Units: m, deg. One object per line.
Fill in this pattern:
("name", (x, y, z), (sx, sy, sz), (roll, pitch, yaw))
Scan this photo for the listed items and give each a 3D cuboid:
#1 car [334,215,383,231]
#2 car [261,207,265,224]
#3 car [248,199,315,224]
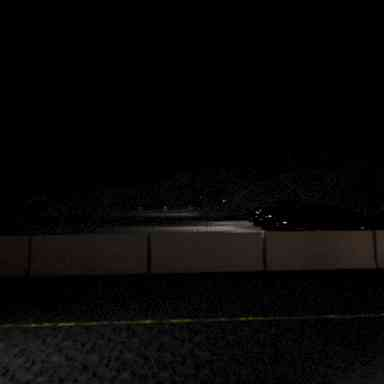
("car", (9.143, 1.592, 15.276), (4.181, 1.385, 1.994), (0, 0, -3))
("car", (7.027, 1.567, 22.172), (4.902, 1.511, 2.128), (0, 0, -3))
("car", (6.797, 1.448, 25.665), (4.553, 1.767, 2.097), (0, 0, -3))
